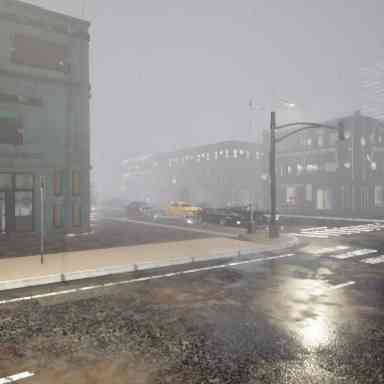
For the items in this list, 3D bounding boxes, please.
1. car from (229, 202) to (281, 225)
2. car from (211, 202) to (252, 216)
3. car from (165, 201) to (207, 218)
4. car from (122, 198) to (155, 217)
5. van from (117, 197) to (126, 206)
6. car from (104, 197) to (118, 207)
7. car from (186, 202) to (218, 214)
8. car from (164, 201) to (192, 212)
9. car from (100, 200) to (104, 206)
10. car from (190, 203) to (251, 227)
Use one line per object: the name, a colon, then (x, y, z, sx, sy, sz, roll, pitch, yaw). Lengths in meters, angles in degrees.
car: (4.787, 1.702, 26.084, 2.128, 1.511, 4.902, -1, 0, -33)
car: (4.311, 1.809, 36.945, 2.008, 1.369, 4.403, -2, 0, -35)
car: (-0.898, 1.803, 34.314, 1.882, 1.535, 5.008, -1, 0, -34)
car: (-5.732, 1.846, 36.745, 1.967, 1.590, 4.097, -1, 0, -35)
van: (-11.400, 1.906, 59.732, 1.690, 1.788, 3.998, -1, 0, -35)
car: (-14.542, 1.939, 64.289, 2.192, 1.841, 5.009, -1, 0, -35)
car: (1.170, 1.903, 41.503, 1.802, 1.307, 4.206, -1, 0, -35)
car: (-1.970, 1.965, 46.060, 1.802, 1.307, 4.206, -1, 0, -35)
car: (-17.677, 2.227, 68.847, 1.887, 1.381, 4.507, -1, 0, -35)
car: (2.046, 1.814, 25.251, 1.947, 1.339, 4.313, -1, 0, -35)
